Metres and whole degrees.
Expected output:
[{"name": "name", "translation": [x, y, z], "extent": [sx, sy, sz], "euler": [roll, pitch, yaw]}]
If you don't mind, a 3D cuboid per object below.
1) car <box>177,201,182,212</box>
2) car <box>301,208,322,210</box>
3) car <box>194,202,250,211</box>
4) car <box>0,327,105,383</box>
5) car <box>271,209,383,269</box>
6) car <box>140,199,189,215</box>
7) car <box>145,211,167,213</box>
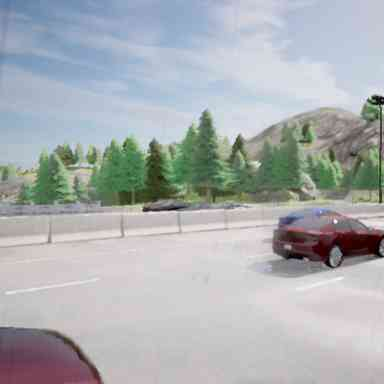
[{"name": "car", "translation": [0.706, 1.673, 30.184], "extent": [4.181, 1.385, 1.994], "euler": [1, 0, -35]}, {"name": "car", "translation": [6.526, 1.568, 17.009], "extent": [5.008, 1.535, 1.882], "euler": [0, 0, -36]}, {"name": "car", "translation": [2.815, 1.602, 27.391], "extent": [4.902, 1.511, 2.128], "euler": [1, 0, -35]}, {"name": "car", "translation": [-2.567, 1.558, 1.915], "extent": [4.181, 1.385, 1.994], "euler": [0, 0, -36]}, {"name": "car", "translation": [4.932, 1.542, 11.570], "extent": [5.008, 1.535, 1.882], "euler": [0, 0, -36]}, {"name": "car", "translation": [-2.971, 1.591, 36.157], "extent": [5.008, 1.535, 1.882], "euler": [1, 0, -35]}, {"name": "car", "translation": [-1.832, 1.582, 32.682], "extent": [5.008, 1.535, 1.882], "euler": [1, 0, -35]}]
